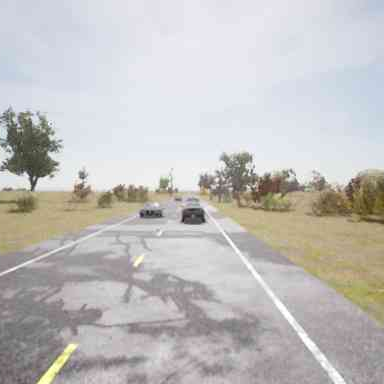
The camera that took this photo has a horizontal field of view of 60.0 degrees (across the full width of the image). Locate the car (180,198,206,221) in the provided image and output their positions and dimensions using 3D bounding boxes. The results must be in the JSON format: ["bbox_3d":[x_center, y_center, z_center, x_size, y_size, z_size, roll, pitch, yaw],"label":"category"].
[{"bbox_3d":[0.101,1.548,27.351,1.837,1.490,4.892,0,0,0],"label":"car"}]

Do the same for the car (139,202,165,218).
[{"bbox_3d":[-3.593,1.610,30.428,1.994,1.385,4.181,0,0,0],"label":"car"}]

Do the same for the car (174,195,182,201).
[{"bbox_3d":[-3.496,1.591,84.347,1.882,1.535,5.008,0,0,0],"label":"car"}]
